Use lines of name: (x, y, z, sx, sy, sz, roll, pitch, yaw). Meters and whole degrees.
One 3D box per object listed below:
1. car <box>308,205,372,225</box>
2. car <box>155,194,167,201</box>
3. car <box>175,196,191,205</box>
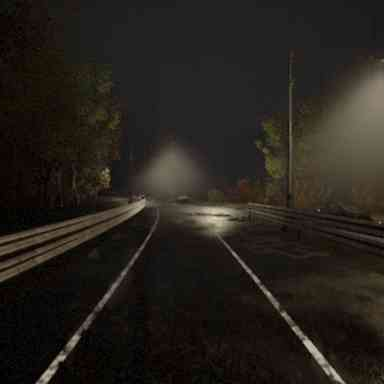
car: (9.998, 1.629, 23.048, 1.882, 1.535, 5.008, 0, 0, -17)
car: (-7.186, 1.275, 77.840, 2.097, 1.767, 4.553, 0, 0, -17)
car: (-1.687, 1.469, 60.299, 2.128, 1.511, 4.902, 0, 0, -17)
